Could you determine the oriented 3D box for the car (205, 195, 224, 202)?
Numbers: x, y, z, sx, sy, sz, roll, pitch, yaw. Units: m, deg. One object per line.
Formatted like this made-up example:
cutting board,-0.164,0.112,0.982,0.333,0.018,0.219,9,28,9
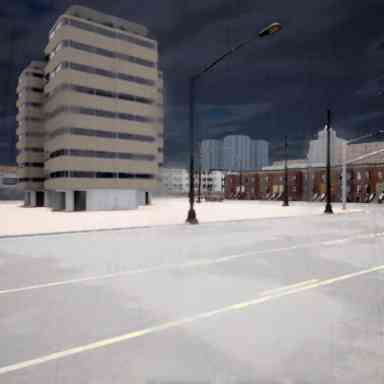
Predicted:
car,4.936,1.448,72.129,1.882,1.535,5.008,0,0,-36
